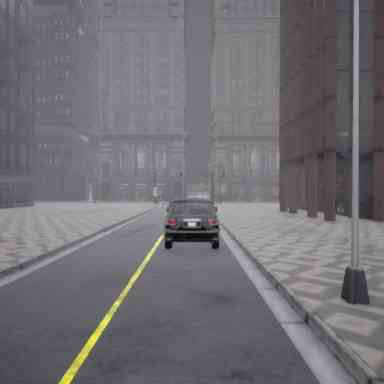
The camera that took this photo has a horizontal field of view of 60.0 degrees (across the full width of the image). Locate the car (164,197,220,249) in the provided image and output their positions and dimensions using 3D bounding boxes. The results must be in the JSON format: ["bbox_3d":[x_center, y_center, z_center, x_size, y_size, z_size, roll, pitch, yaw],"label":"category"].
[{"bbox_3d":[0.000,1.257,14.682,2.150,2.045,5.566,0,0,0],"label":"car"}]

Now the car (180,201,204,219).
[{"bbox_3d":[0.000,1.583,29.654,1.994,1.385,4.181,0,0,0],"label":"car"}]

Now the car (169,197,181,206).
[{"bbox_3d":[-3.000,1.614,58.657,1.837,1.490,4.892,0,0,0],"label":"car"}]
